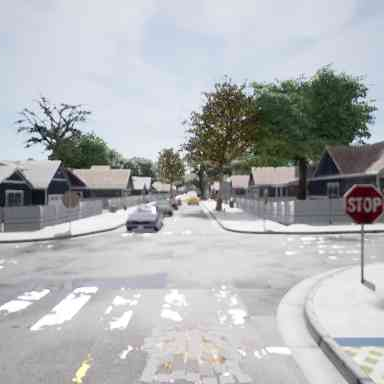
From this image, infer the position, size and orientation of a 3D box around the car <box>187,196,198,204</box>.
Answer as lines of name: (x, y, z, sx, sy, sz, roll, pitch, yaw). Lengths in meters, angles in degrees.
car: (0.134, 1.509, 66.807, 2.128, 1.511, 4.902, 0, 0, 0)

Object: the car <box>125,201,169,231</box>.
car: (-2.808, 1.550, 20.777, 2.033, 1.411, 5.357, 0, 0, 0)

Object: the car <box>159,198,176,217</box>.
car: (-2.784, 1.528, 31.883, 1.812, 1.442, 4.674, 0, 0, 0)

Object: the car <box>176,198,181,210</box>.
car: (-2.754, 1.604, 43.091, 1.895, 1.301, 4.718, 0, 0, 0)

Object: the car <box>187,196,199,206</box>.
car: (0.211, 1.487, 56.847, 1.882, 1.535, 5.008, 0, 0, 0)
